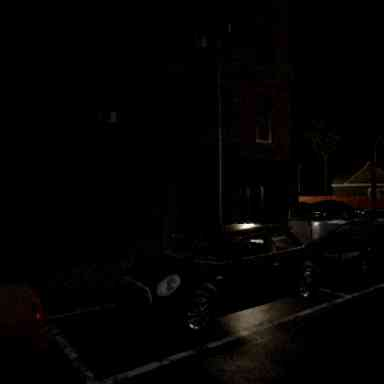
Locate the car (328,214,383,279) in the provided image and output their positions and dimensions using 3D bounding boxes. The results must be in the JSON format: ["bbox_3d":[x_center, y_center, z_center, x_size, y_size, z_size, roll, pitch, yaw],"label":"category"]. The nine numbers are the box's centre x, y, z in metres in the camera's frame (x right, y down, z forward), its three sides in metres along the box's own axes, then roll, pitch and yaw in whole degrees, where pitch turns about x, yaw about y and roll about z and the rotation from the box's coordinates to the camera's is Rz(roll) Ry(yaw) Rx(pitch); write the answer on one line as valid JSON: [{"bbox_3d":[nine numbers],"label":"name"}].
[{"bbox_3d":[5.074,1.525,9.816,4.206,1.307,1.802,0,0,-36],"label":"car"}]

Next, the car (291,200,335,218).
[{"bbox_3d":[8.720,1.469,27.179,1.837,1.490,4.892,0,0,-33],"label":"car"}]

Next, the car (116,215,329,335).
[{"bbox_3d":[0.583,1.415,6.606,4.097,1.590,1.967,0,0,-36],"label":"car"}]

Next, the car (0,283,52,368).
[{"bbox_3d":[-4.045,1.534,3.298,4.829,1.417,1.752,0,0,-36],"label":"car"}]

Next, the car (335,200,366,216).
[{"bbox_3d":[12.029,1.441,28.117,1.837,1.490,4.892,0,0,-36],"label":"car"}]
